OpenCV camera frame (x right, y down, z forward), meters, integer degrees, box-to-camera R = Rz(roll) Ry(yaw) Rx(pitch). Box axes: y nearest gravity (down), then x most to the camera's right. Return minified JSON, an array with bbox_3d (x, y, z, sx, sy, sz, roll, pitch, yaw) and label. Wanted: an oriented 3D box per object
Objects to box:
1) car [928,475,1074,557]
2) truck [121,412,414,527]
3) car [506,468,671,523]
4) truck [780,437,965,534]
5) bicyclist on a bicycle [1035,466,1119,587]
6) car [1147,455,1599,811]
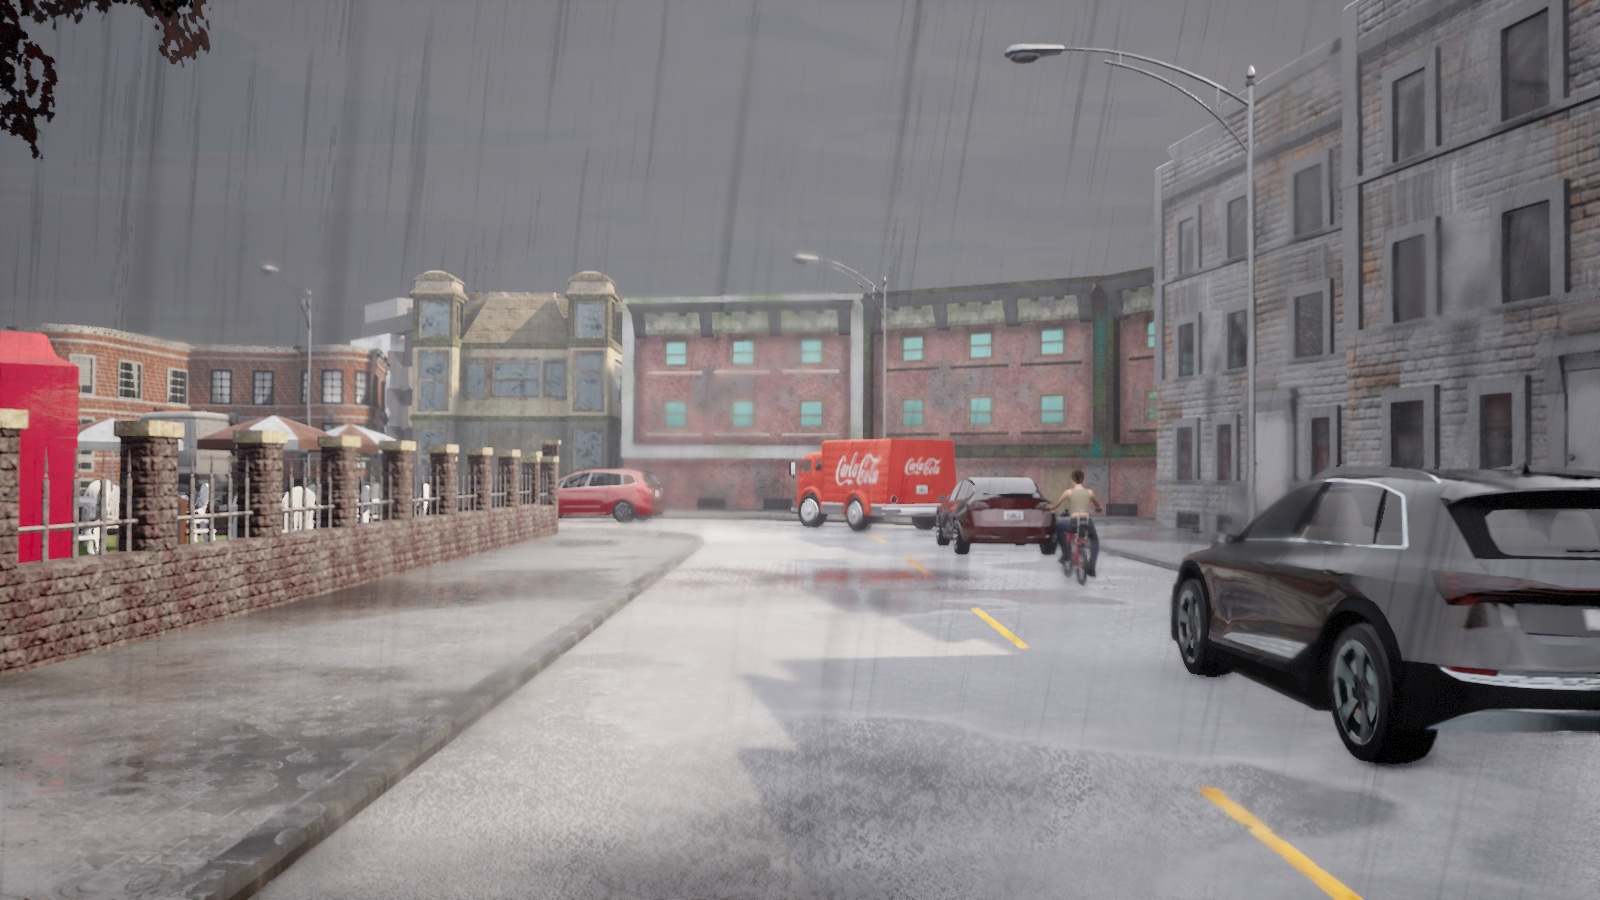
[{"bbox_3d":[3.943,1.261,25.507,2.163,1.488,4.792,0,-1,0],"label":"car"},{"bbox_3d":[-16.511,0.611,39.373,7.936,3.462,2.891,0,-1,-1],"label":"truck"},{"bbox_3d":[-6.565,1.396,39.207,4.611,1.667,2.242,0,-1,9],"label":"car"},{"bbox_3d":[1.895,0.952,34.859,2.627,2.467,5.204,0,-1,-31],"label":"truck"},{"bbox_3d":[3.954,1.061,18.040,0.866,1.612,1.509,0,1,0],"label":"bicyclist on a bicycle"},{"bbox_3d":[3.981,0.881,8.275,2.033,1.649,4.856,0,-1,0],"label":"car"}]
